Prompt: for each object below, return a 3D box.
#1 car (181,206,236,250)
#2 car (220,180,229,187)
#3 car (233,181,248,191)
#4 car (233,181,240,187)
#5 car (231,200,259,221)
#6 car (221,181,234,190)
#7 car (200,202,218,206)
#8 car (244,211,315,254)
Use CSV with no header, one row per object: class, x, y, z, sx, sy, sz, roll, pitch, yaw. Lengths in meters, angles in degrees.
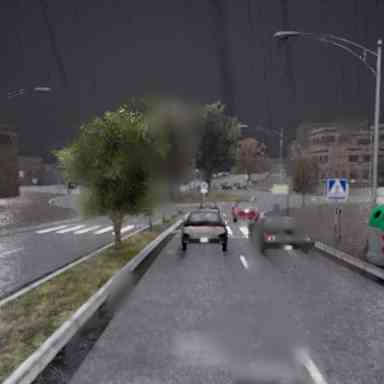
car,0.571,1.584,14.745,2.128,1.511,4.902,0,0,3
car,8.667,-2.289,87.818,1.994,1.385,4.181,1,5,10
car,10.914,-1.168,73.678,1.837,1.490,4.892,0,5,0
car,11.399,-2.078,85.579,1.895,1.301,4.718,0,5,7
car,4.446,1.487,28.082,2.097,1.767,4.553,0,1,5
car,7.874,-1.460,75.571,2.097,1.767,4.553,0,5,0
car,1.472,1.606,28.495,2.128,1.511,4.902,0,1,5
car,3.526,1.700,14.027,1.895,1.301,4.718,0,0,3
